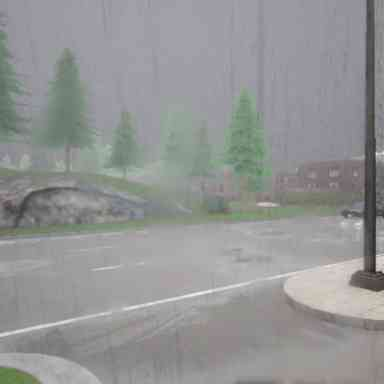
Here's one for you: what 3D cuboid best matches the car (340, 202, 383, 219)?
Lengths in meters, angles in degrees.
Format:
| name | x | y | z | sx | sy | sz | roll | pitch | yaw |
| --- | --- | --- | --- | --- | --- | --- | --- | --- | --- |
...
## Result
| name | x | y | z | sx | sy | sz | roll | pitch | yaw |
| --- | --- | --- | --- | --- | --- | --- | --- | --- | --- |
| car | 14.761 | 1.512 | 28.031 | 5.357 | 1.411 | 2.033 | 0 | 0 | -34 |
